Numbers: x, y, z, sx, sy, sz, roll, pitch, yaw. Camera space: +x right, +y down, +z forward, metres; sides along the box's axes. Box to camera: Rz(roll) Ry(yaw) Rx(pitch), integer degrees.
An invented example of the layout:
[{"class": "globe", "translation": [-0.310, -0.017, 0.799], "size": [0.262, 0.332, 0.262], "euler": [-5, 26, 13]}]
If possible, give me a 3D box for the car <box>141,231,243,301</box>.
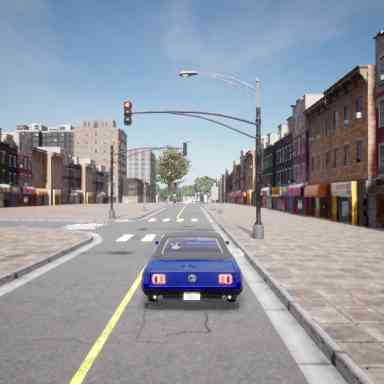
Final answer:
[{"class": "car", "translation": [0.009, 1.612, 8.267], "size": [1.895, 1.301, 4.718], "euler": [0, 0, 0]}]
